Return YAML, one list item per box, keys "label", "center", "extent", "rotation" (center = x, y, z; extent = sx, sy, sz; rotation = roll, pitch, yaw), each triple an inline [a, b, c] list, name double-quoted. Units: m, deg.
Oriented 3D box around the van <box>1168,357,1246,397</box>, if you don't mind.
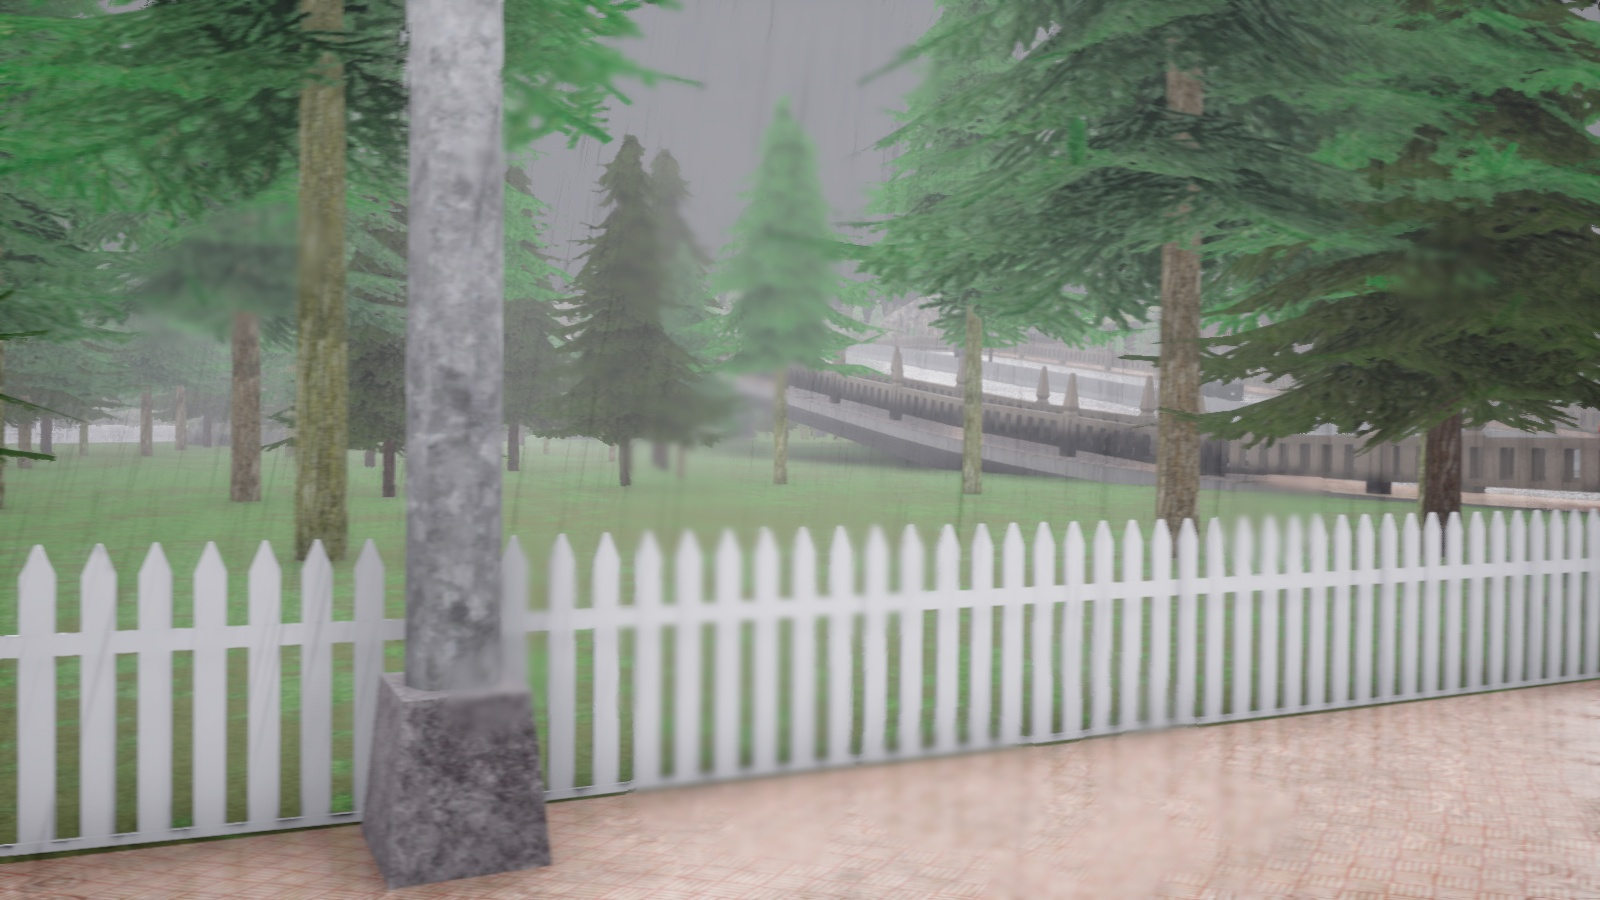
- label: "van"
  center: [23.842, -4.318, 73.800]
  extent: [1.775, 1.987, 4.442]
  rotation: [-1, 8, -22]
